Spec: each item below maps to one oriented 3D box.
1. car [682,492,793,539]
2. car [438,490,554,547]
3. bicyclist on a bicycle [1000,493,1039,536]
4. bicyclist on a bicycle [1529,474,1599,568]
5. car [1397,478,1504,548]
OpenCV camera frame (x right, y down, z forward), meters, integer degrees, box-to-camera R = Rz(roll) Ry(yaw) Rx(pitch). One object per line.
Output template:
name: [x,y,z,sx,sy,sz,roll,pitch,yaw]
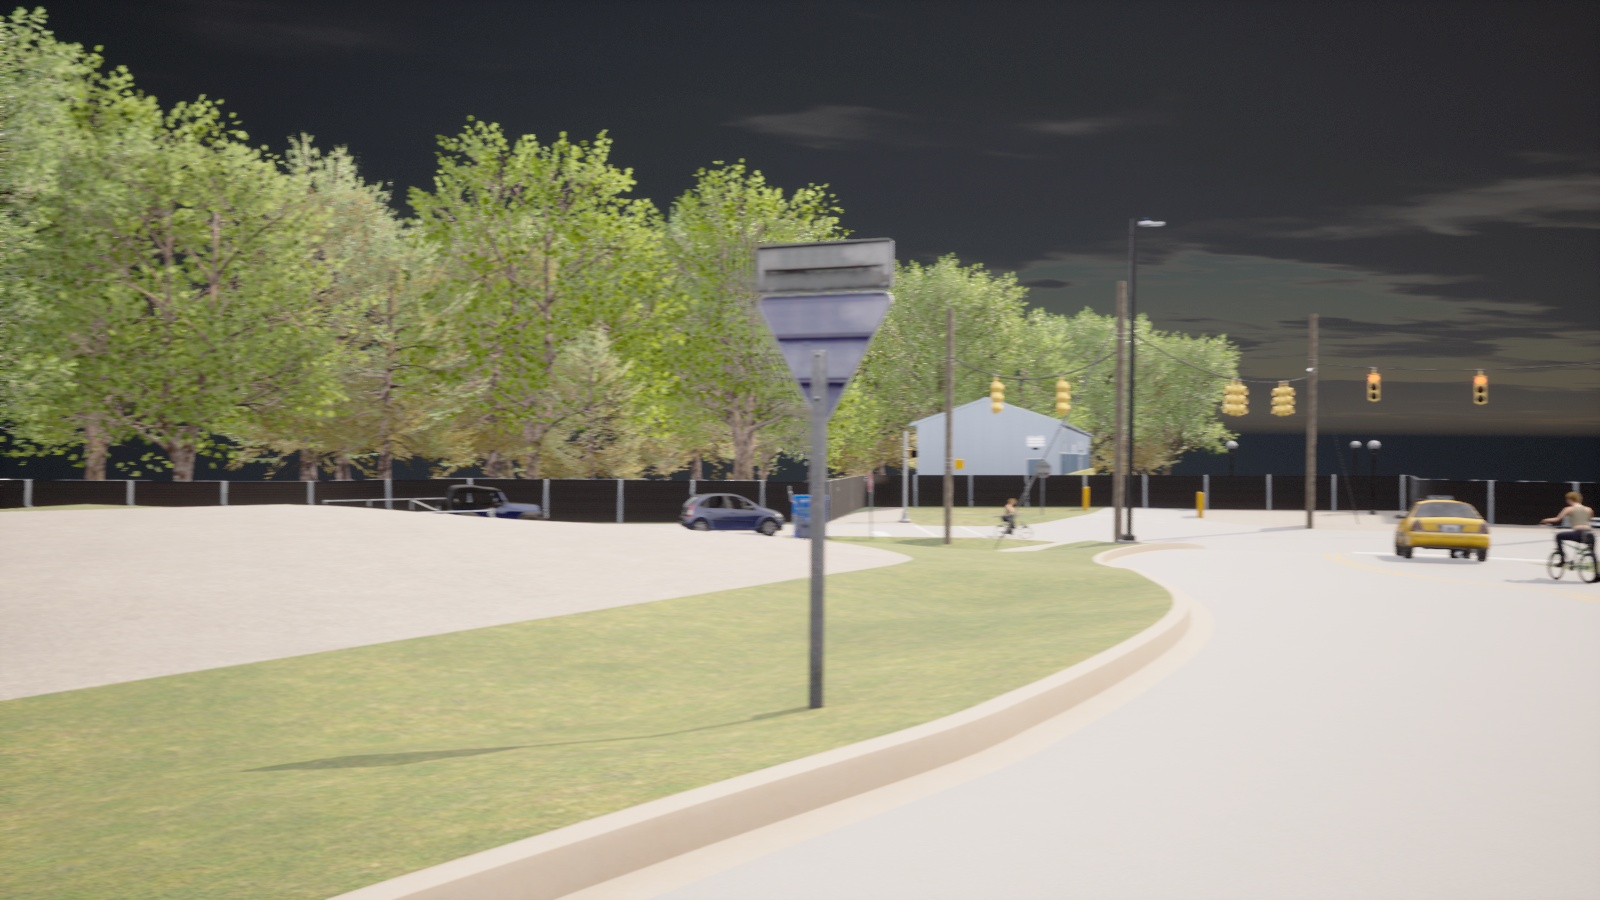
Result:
car: [-2.455,2.513,48.871,3.988,1.617,1.851,0,1,-15]
car: [-11.138,2.464,45.993,3.866,1.878,1.905,0,1,-24]
bicyclist on a bicycle: [8.632,2.529,49.447,1.509,1.612,0.866,0,2,10]
bicyclist on a bicycle: [13.921,1.256,22.447,0.866,1.612,1.509,0,-2,1]
car: [15.874,1.547,30.892,1.801,1.575,5.366,0,-3,22]
